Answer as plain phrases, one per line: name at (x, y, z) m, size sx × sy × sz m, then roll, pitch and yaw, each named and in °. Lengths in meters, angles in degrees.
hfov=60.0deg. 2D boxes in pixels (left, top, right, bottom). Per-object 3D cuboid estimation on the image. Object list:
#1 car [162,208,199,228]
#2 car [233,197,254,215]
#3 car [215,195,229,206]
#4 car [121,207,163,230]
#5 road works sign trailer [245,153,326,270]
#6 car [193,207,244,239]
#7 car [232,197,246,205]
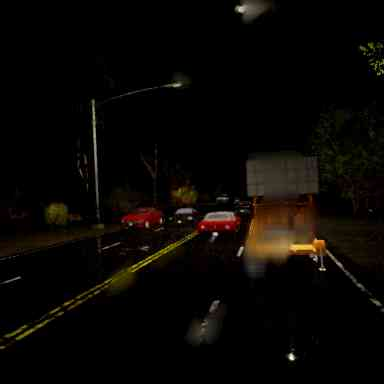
car at (-0.430, 1.906, 25.178) m, size 1.994 × 1.385 × 4.181 m, roll -3°, pitch 0°, yaw 13°
car at (5.518, 1.651, 35.366) m, size 2.128 × 1.511 × 4.902 m, roll -3°, pitch -1°, yaw 13°
car at (6.002, 1.574, 65.851) m, size 2.150 × 2.045 × 5.566 m, roll -3°, pitch 0°, yaw 14°
car at (-3.701, 1.964, 25.468) m, size 1.882 × 1.535 × 5.008 m, roll -3°, pitch 0°, yaw 13°
road works sign trailer at (3.079, 0.538, 11.282) m, size 2.380 × 3.560 × 2.880 m, roll -3°, pitch 0°, yaw 13°
car at (1.672, 1.801, 18.893) m, size 1.895 × 1.301 × 4.718 m, roll -3°, pitch -1°, yaw 13°
car at (9.279, 1.755, 65.503) m, size 2.033 × 1.411 × 5.357 m, roll -3°, pitch 0°, yaw 14°
